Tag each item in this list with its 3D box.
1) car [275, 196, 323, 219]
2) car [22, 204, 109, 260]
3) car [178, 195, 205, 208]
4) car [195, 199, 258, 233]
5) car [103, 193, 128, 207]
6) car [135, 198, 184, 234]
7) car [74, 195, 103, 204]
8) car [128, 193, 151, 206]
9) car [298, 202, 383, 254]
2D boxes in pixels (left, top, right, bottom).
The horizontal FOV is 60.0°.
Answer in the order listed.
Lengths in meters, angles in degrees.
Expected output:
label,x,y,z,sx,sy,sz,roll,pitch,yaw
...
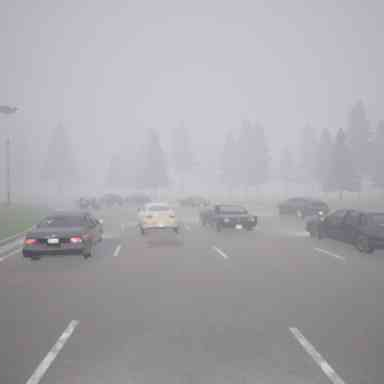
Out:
label,x,y,z,sx,sy,sz,roll,pitch,yaw
car,7.564,1.064,23.342,1.837,1.490,4.892,0,0,-14
car,-4.295,1.377,11.763,2.033,1.411,5.357,0,1,-10
car,0.104,1.010,35.378,1.895,1.301,4.718,-1,1,-24
car,1.729,1.294,17.641,1.895,1.301,4.718,-1,1,-12
car,-9.503,0.926,38.317,1.837,1.490,4.892,0,0,-33
car,-1.858,1.247,17.364,1.812,1.442,4.674,0,1,-12
car,-10.796,1.104,33.910,1.895,1.301,4.718,-1,1,-28
car,-6.702,0.847,40.381,1.882,1.535,5.008,0,1,-33
car,6.241,1.300,12.317,2.033,1.411,5.357,0,1,-9
